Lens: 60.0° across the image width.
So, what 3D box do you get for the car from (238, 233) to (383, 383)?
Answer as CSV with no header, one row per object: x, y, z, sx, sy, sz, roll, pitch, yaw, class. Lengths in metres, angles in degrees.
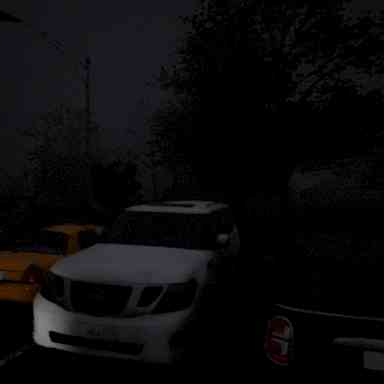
2.040,1.360,4.632,2.185,1.767,4.553,0,0,15,car

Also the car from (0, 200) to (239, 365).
-0.382,1.217,6.350,2.435,2.045,5.566,1,0,15,car

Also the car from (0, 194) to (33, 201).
-7.704,1.108,11.438,2.435,2.045,5.566,1,0,14,car

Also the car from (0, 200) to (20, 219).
-5.250,1.278,9.811,2.185,1.767,4.553,1,0,14,car
